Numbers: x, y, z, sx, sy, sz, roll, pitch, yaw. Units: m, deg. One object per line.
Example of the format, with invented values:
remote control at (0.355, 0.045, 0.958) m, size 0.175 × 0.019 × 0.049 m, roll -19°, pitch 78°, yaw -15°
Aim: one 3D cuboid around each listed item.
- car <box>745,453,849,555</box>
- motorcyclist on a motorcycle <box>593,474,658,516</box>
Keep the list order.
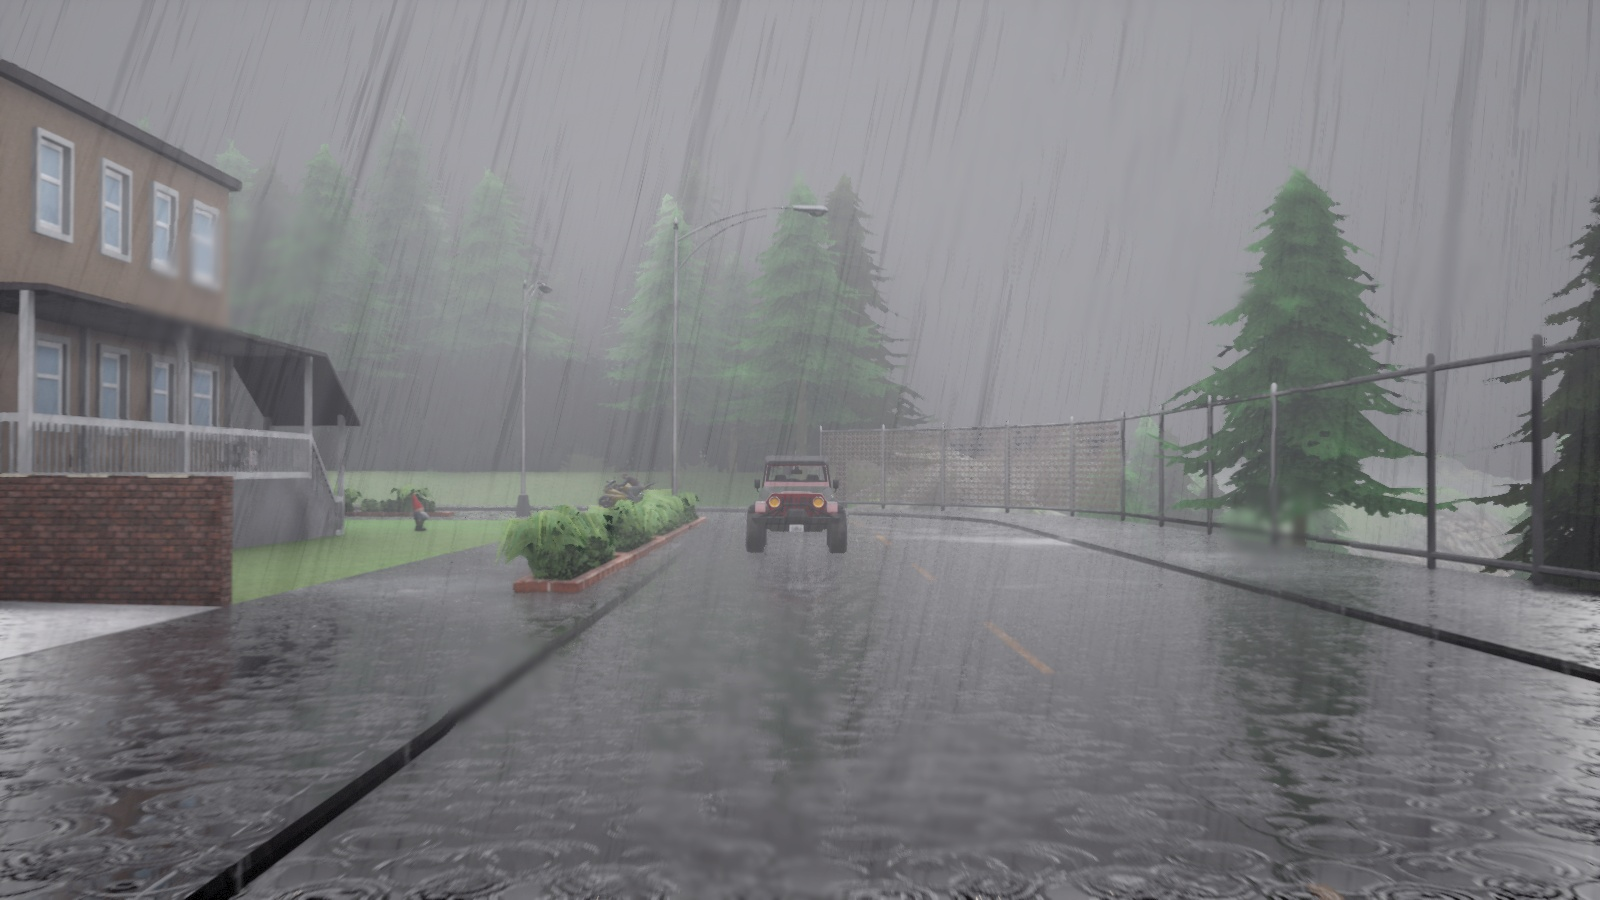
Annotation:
car at (-0.058, 1.030, 25.056) m, size 1.905 × 1.878 × 3.866 m, roll 0°, pitch -1°, yaw 0°
motorcyclist on a motorcycle at (-6.430, 1.652, 46.303) m, size 2.191 × 1.530 × 0.866 m, roll 0°, pitch 0°, yaw 8°
